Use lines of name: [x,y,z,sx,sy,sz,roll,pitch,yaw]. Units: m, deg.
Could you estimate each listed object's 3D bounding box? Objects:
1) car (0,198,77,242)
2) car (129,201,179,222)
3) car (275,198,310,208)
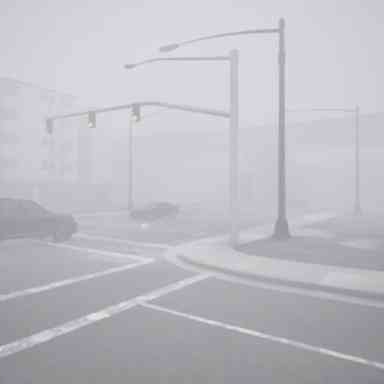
car: [-7.757,1.290,14.414,2.150,2.045,5.566,0,-1,34]
car: [-3.066,1.529,27.645,1.882,1.535,5.008,0,0,34]
car: [14.805,1.582,48.837,5.357,1.411,2.033,0,0,-27]
